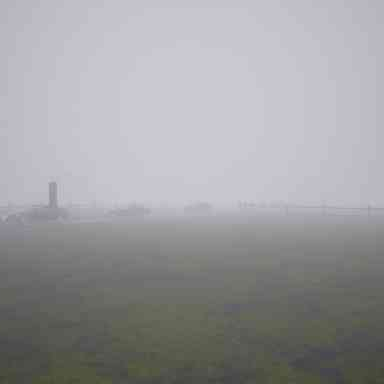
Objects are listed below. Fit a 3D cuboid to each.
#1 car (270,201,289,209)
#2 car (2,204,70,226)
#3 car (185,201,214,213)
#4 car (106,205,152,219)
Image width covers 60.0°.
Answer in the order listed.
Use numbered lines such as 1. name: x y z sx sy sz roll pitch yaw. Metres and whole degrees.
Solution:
1. car: 15.676 2.260 59.465 2.033 1.411 5.357 -1 -1 36
2. car: -11.851 1.718 25.615 2.128 1.511 4.902 -1 -1 35
3. car: 0.995 1.979 43.770 1.882 1.535 5.008 -1 -2 35
4. car: -6.297 1.947 33.472 1.895 1.301 4.718 -1 -1 35
